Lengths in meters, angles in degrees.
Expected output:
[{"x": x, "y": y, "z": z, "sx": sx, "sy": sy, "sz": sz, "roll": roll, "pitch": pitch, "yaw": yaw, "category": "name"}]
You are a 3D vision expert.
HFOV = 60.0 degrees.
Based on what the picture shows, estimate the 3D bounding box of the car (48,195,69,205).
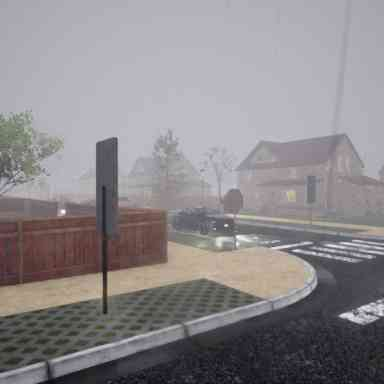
[{"x": -22.149, "y": 1.256, "z": 55.167, "sx": 2.128, "sy": 1.511, "sz": 4.902, "roll": 0, "pitch": 0, "yaw": -36, "category": "car"}]

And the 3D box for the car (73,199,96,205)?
[{"x": -10.071, "y": 1.427, "z": 33.314, "sx": 1.994, "sy": 1.385, "sz": 4.181, "roll": 0, "pitch": 0, "yaw": -35, "category": "car"}]

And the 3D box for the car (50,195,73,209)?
[{"x": -15.943, "y": 1.425, "z": 41.546, "sx": 1.895, "sy": 1.301, "sz": 4.718, "roll": 0, "pitch": 0, "yaw": -35, "category": "car"}]

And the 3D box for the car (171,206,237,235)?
[{"x": 0.576, "y": 1.509, "z": 18.464, "sx": 1.994, "sy": 1.385, "sz": 4.181, "roll": 0, "pitch": 0, "yaw": -36, "category": "car"}]

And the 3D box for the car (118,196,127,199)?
[{"x": -8.311, "y": 1.199, "z": 35.899, "sx": 2.097, "sy": 1.767, "sz": 4.553, "roll": 0, "pitch": 0, "yaw": -36, "category": "car"}]

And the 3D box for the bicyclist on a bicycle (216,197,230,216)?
[{"x": 2.361, "y": 1.199, "z": 26.019, "sx": 1.656, "sy": 1.620, "sz": 0.582, "roll": -1, "pitch": 1, "yaw": -36, "category": "bicyclist on a bicycle"}]

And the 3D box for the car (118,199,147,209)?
[{"x": -4.551, "y": 1.505, "z": 25.606, "sx": 1.895, "sy": 1.301, "sz": 4.718, "roll": 0, "pitch": 0, "yaw": -36, "category": "car"}]
